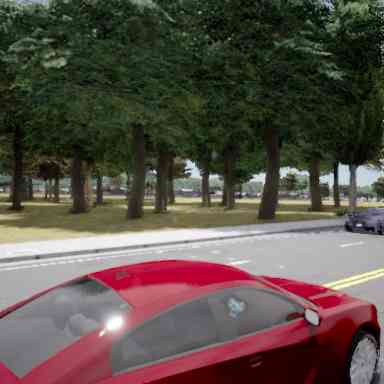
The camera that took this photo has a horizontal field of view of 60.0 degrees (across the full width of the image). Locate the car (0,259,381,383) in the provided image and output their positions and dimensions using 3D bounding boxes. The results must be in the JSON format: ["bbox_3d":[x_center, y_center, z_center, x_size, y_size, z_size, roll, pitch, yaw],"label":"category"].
[{"bbox_3d":[0.041,1.479,3.466,5.008,1.535,1.882,0,0,-36],"label":"car"}]

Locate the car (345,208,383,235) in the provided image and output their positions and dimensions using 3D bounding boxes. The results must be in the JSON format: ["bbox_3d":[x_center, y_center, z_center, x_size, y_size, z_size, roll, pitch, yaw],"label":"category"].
[{"bbox_3d":[10.721,1.633,19.307,4.181,1.385,1.994,0,0,-35],"label":"car"}]
